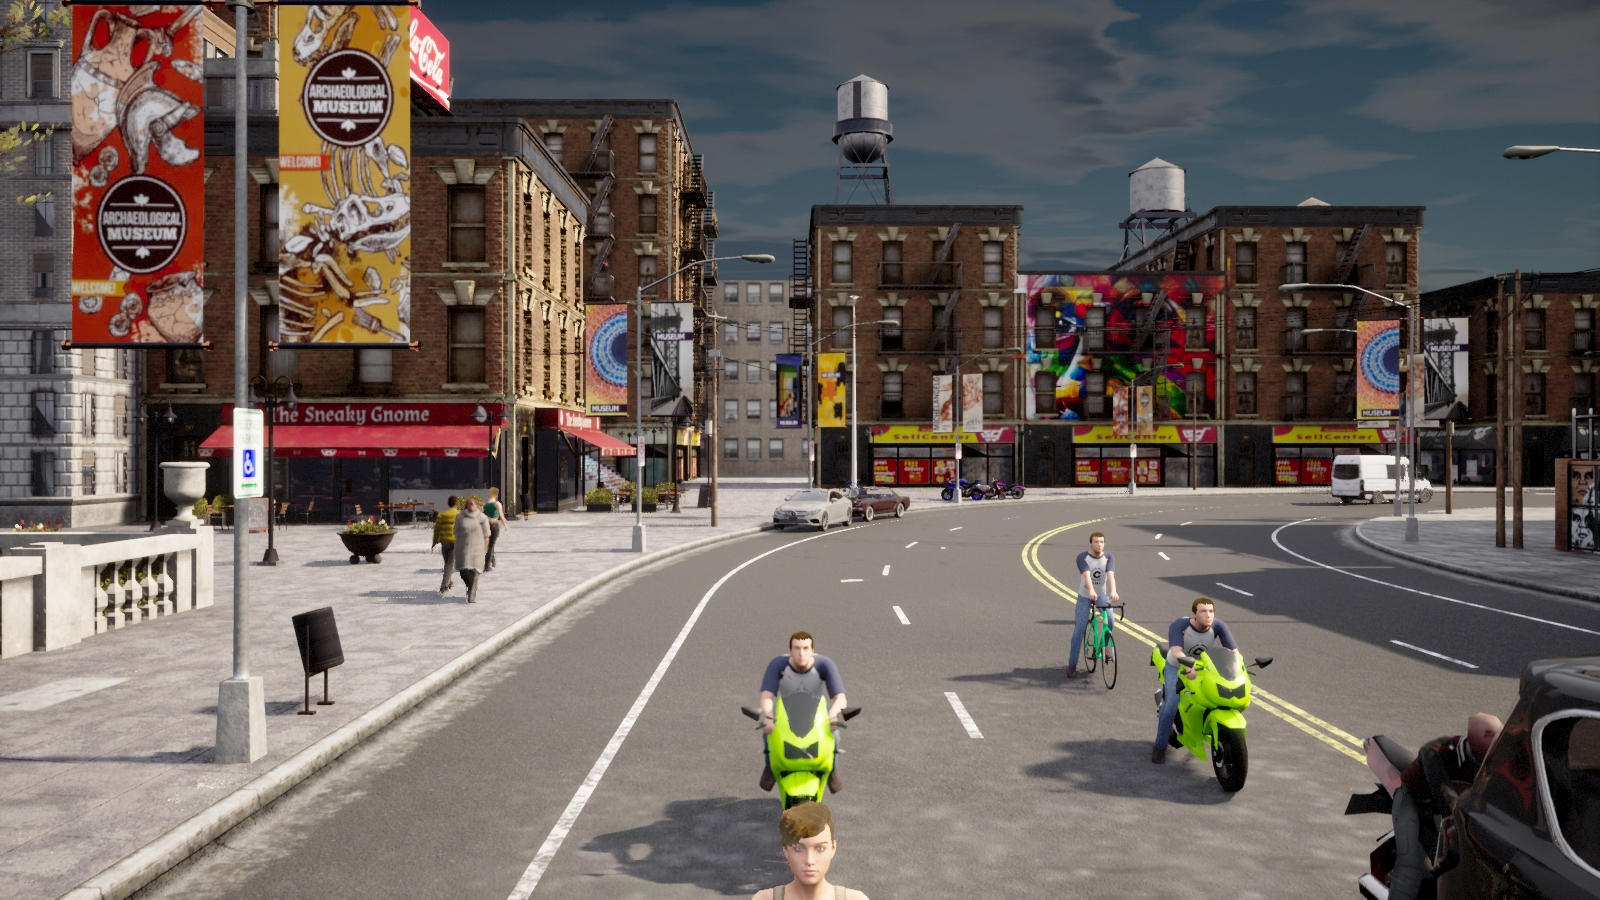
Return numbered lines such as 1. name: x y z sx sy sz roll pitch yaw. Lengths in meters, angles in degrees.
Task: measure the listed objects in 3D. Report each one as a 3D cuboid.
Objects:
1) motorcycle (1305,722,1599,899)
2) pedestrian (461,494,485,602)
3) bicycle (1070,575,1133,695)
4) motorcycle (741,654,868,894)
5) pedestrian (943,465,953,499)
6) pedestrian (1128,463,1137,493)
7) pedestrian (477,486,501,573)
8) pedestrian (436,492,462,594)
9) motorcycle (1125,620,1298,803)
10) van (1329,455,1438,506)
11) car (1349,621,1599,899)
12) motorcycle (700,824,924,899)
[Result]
1. motorcycle: 3.504 2.241 5.845 0.867 1.251 2.209 1 -3 0
2. pedestrian: -5.733 1.704 20.036 0.375 1.860 0.375 0 0 -9
3. bicycle: 3.650 2.212 13.929 0.373 1.196 1.643 0 0 1
4. motorcycle: 0.031 2.217 8.195 0.803 1.145 2.033 0 0 0
5. pedestrian: 8.012 1.722 61.972 0.375 1.860 0.375 0 0 -43
6. pedestrian: 20.343 1.723 69.992 0.375 1.860 0.375 0 0 -18
7. pedestrian: -6.742 1.708 24.801 0.375 1.860 0.375 0 0 10
8. pedestrian: -6.485 1.705 21.109 0.375 1.860 0.375 0 0 0
9. motorcycle: 3.536 2.217 10.038 0.803 1.145 2.033 0 0 0
10. van: 30.894 1.557 60.447 5.915 2.561 1.988 0 0 -26
11. car: 3.469 1.777 2.202 2.150 2.045 5.566 0 0 0
12. motorcycle: 0.039 2.172 3.492 0.764 1.277 2.356 0 0 0
